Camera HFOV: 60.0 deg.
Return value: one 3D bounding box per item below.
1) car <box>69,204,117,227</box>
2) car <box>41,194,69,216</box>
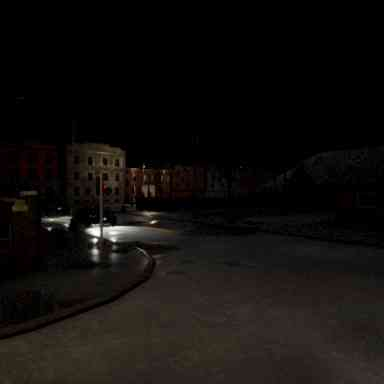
[{"bbox_3d":[-6.737,1.556,22.972,1.994,1.385,4.181,0,0,-35],"label":"car"},{"bbox_3d":[-13.944,1.216,33.329,2.150,2.045,5.566,0,0,-35],"label":"car"}]
